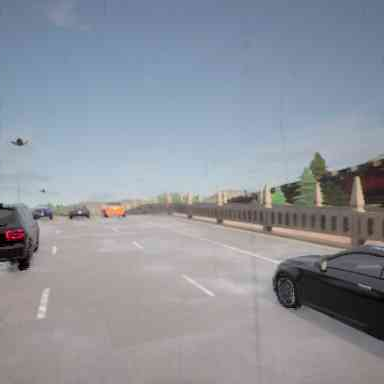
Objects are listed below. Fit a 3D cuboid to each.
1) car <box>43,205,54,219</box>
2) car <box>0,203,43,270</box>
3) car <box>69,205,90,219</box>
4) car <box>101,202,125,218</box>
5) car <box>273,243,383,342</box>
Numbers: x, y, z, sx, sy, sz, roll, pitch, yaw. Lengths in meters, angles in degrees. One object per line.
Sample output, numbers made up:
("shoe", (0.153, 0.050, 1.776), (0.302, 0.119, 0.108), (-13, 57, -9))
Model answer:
("car", (-15.319, 2.070, 34.189), (1.812, 1.442, 4.674), (0, -2, -21))
("car", (-6.568, 1.384, 11.366), (2.150, 2.045, 5.566), (0, -1, -21))
("car", (-12.007, 2.090, 35.326), (1.994, 1.385, 4.181), (0, -2, -21))
("car", (-8.760, 1.865, 36.628), (2.097, 1.767, 4.553), (0, -2, -21))
("car", (3.222, 1.551, 5.391), (1.812, 1.442, 4.674), (0, -1, -21))
